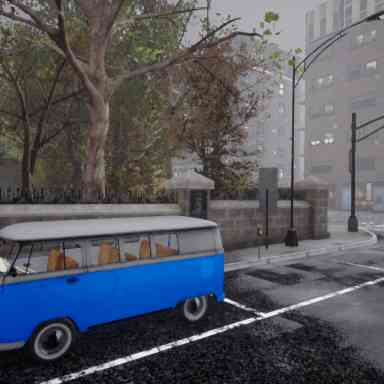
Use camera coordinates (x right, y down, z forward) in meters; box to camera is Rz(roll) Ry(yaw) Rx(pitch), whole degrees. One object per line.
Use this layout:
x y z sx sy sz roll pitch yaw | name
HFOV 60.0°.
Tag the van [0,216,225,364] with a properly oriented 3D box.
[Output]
-1.302 1.342 5.563 3.998 1.788 1.690 0 1 -35 | van
